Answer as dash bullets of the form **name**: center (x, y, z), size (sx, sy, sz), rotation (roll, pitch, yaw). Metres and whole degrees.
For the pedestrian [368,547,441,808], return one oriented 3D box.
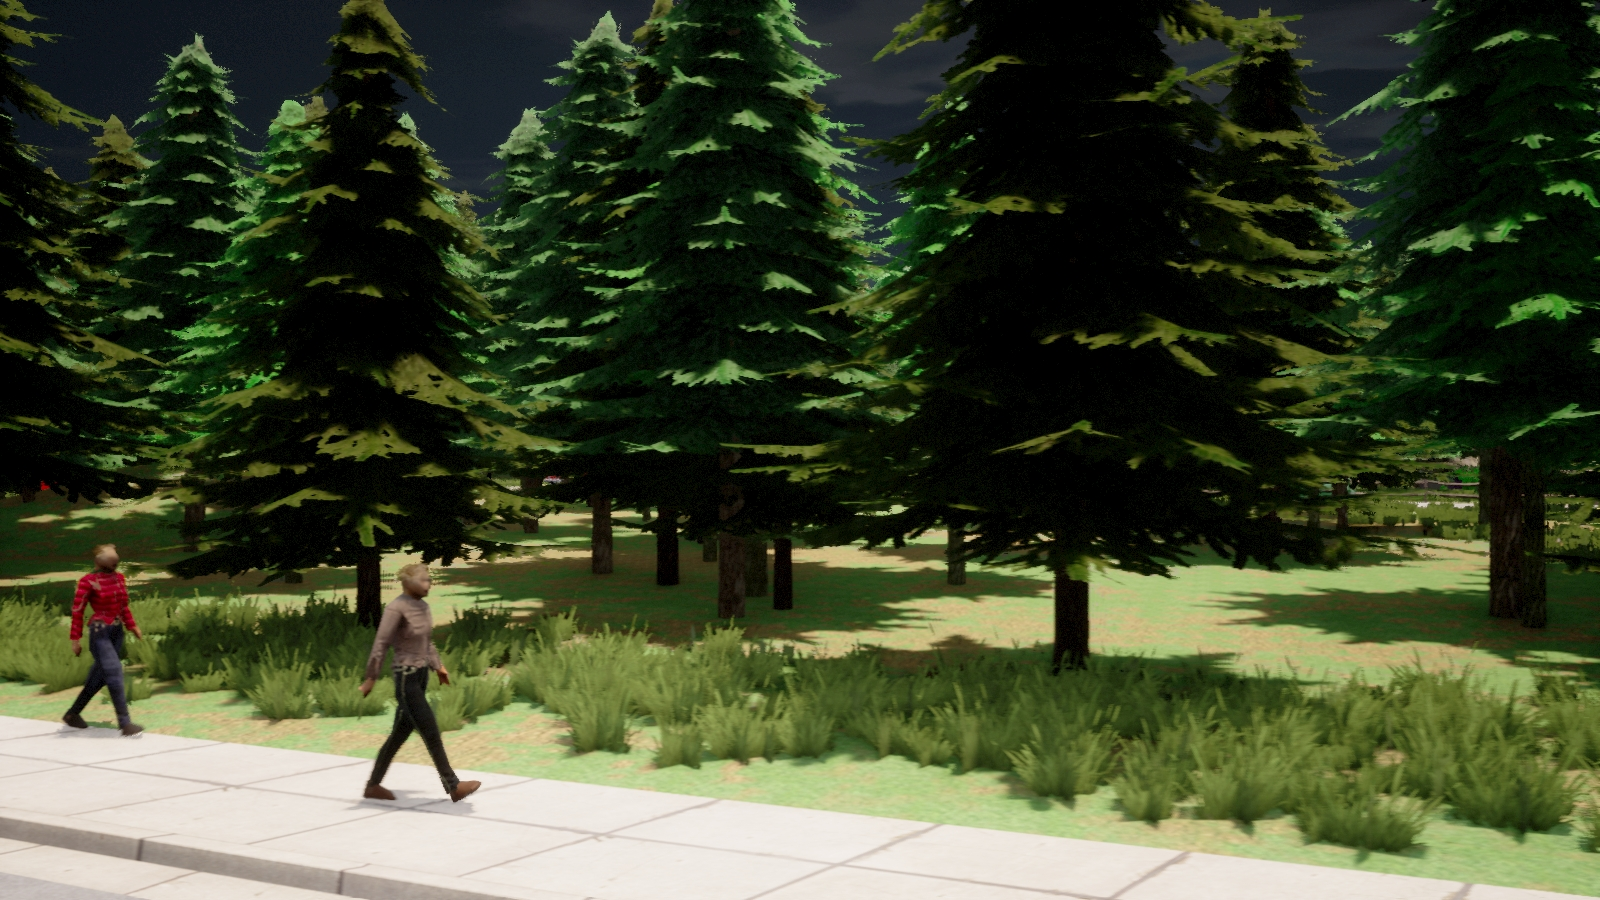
- **pedestrian**: center (-2.953, 1.676, 8.541), size (0.375, 1.860, 0.375), rotation (0, 0, 13)

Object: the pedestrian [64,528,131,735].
- **pedestrian**: center (-6.577, 1.678, 10.702), size (0.375, 1.860, 0.375), rotation (0, 0, 19)
